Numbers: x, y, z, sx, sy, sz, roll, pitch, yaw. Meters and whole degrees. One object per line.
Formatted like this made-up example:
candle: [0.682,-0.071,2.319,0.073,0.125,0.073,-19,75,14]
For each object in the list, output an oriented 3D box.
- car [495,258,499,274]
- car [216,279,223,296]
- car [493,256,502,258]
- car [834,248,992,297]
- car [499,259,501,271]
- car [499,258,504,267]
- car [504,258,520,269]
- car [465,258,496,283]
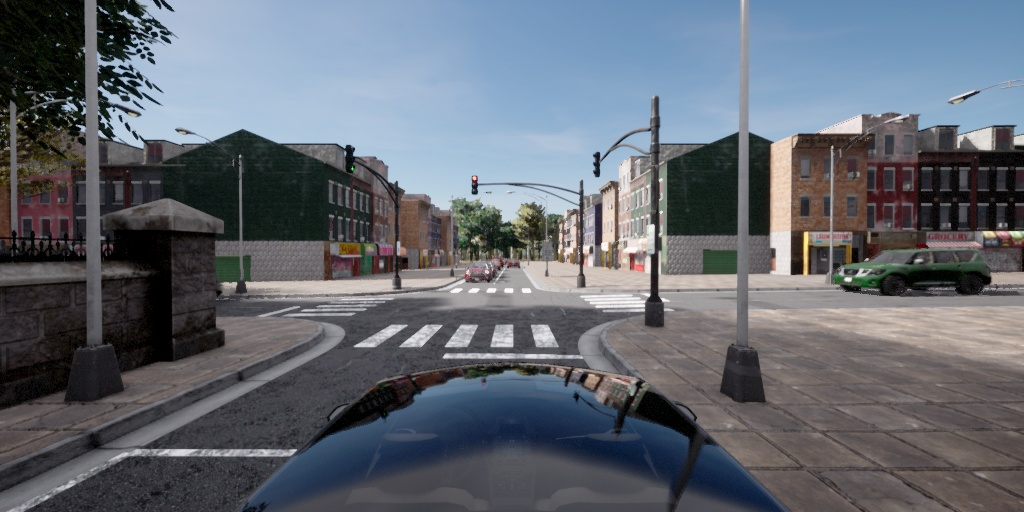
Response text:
car: [-2.520,1.201,33.551,1.967,1.591,4.097,0,0,0]
car: [-16.049,1.460,16.362,4.892,1.490,1.837,-1,0,1]
car: [-2.802,1.255,60.927,1.801,1.575,5.366,0,0,0]
car: [18.063,0.685,16.303,5.566,2.045,2.150,-1,1,0]
car: [-2.500,1.333,38.986,1.948,1.339,4.313,0,0,0]
car: [-2.458,1.326,49.855,1.888,1.381,4.507,0,0,0]
car: [0.273,1.148,59.349,2.097,1.767,4.553,0,0,1]
car: [-2.541,1.197,28.117,1.967,1.591,4.097,0,0,0]
